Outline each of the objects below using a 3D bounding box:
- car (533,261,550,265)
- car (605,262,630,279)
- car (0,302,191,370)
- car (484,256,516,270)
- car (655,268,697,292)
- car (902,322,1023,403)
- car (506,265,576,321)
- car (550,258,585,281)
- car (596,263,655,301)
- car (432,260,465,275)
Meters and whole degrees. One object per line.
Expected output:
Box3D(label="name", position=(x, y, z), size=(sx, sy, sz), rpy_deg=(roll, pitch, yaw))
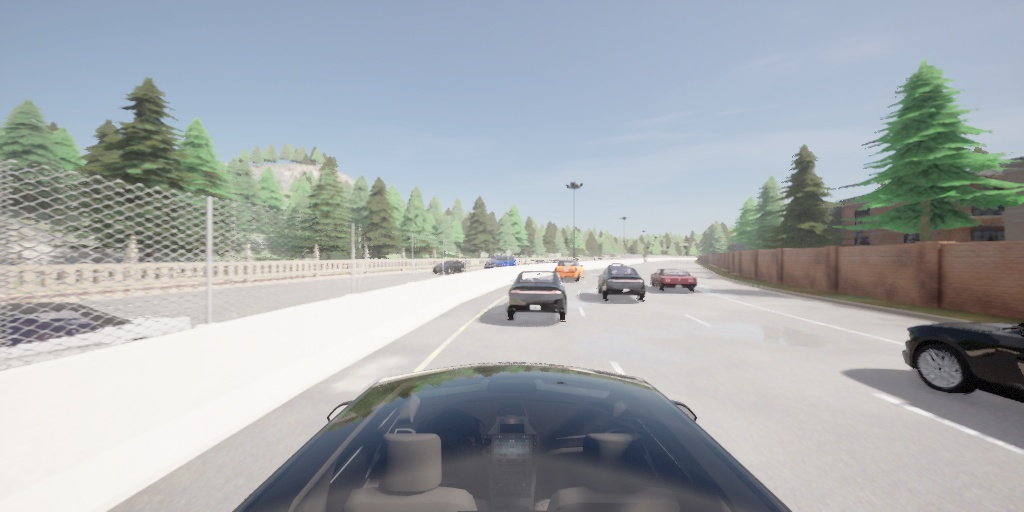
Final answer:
Box3D(label="car", position=(3.997, 1.326, 47.230), size=(1.994, 1.385, 4.181), rpy_deg=(0, 0, 25))
Box3D(label="car", position=(10.233, 1.354, 34.726), size=(1.994, 1.385, 4.181), rpy_deg=(0, 0, 21))
Box3D(label="car", position=(-6.946, 1.320, 4.366), size=(1.895, 1.301, 4.718), rpy_deg=(0, 0, 2))
Box3D(label="car", position=(-1.402, 0.960, 43.837), size=(2.150, 2.045, 5.566), rpy_deg=(0, 0, 24))
Box3D(label="car", position=(9.745, 1.391, 21.973), size=(1.895, 1.301, 4.718), rpy_deg=(0, 0, 13))
Box3D(label="car", position=(7.238, 1.259, 3.697), size=(1.882, 1.535, 5.008), rpy_deg=(0, 0, 1))
Box3D(label="car", position=(0.945, 1.244, 12.542), size=(2.128, 1.511, 4.902), rpy_deg=(0, 0, 7))
Box3D(label="car", position=(4.835, 1.120, 29.992), size=(2.097, 1.767, 4.553), rpy_deg=(0, 0, 17))
Box3D(label="car", position=(5.273, 1.262, 17.654), size=(2.128, 1.511, 4.902), rpy_deg=(0, 0, 10))
Box3D(label="car", position=(-6.880, 1.222, 39.482), size=(1.837, 1.490, 4.892), rpy_deg=(0, -1, 21))
